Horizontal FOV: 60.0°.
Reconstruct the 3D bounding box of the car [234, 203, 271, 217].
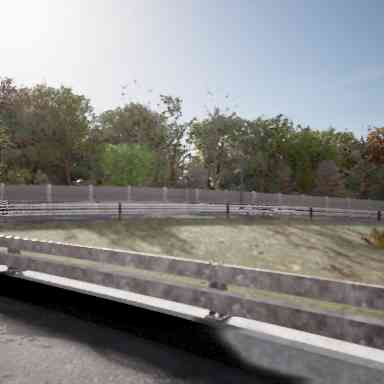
[{"bbox_3d":[7.089,2.079,39.702,5.008,1.535,1.882,3,-1,-23],"label":"car"}]
